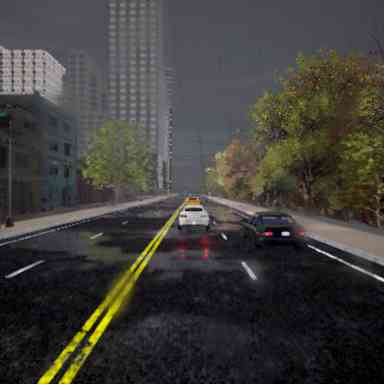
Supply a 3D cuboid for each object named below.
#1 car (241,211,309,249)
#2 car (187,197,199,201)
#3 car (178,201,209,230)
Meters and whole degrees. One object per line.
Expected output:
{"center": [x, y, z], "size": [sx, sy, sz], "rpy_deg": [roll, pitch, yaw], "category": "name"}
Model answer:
{"center": [3.354, 1.546, 14.403], "size": [2.033, 1.411, 5.357], "rpy_deg": [0, 0, 0], "category": "car"}
{"center": [0.109, 1.472, 46.928], "size": [1.882, 1.535, 5.008], "rpy_deg": [0, 0, 0], "category": "car"}
{"center": [0.106, 1.524, 21.033], "size": [1.812, 1.442, 4.674], "rpy_deg": [0, 0, 0], "category": "car"}
